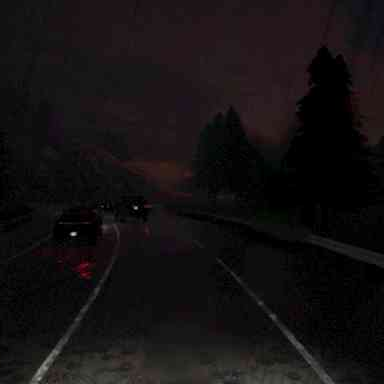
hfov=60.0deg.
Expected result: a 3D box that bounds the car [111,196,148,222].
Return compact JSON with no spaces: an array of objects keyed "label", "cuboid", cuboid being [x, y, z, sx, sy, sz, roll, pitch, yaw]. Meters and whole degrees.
[{"label":"car","cuboid":[-5.092,1.330,27.543,2.150,2.045,5.566,0,-1,-19]}]

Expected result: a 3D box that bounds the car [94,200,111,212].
[{"label":"car","cuboid":[-10.800,1.711,40.157,2.033,1.411,5.357,0,0,-28]}]

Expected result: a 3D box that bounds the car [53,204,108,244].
[{"label":"car","cuboid":[-5.512,1.559,16.424,2.128,1.511,4.902,0,0,-12]}]

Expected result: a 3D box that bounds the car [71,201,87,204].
[{"label":"car","cuboid":[-11.456,1.665,33.674,1.812,1.442,4.674,0,0,-25]}]
